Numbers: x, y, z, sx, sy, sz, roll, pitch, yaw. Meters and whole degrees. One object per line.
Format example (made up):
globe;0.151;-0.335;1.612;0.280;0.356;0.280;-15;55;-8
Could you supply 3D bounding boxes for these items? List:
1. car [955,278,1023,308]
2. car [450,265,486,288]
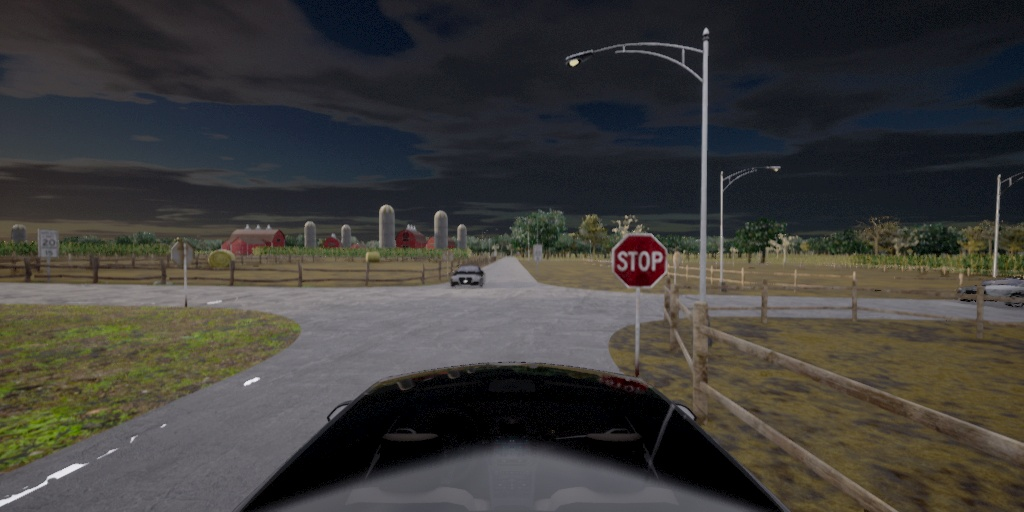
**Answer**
car;25.053;1.796;17.872;4.181;1.385;1.994;1;1;0
car;-2.738;1.282;23.124;1.994;1.385;4.181;0;0;0
